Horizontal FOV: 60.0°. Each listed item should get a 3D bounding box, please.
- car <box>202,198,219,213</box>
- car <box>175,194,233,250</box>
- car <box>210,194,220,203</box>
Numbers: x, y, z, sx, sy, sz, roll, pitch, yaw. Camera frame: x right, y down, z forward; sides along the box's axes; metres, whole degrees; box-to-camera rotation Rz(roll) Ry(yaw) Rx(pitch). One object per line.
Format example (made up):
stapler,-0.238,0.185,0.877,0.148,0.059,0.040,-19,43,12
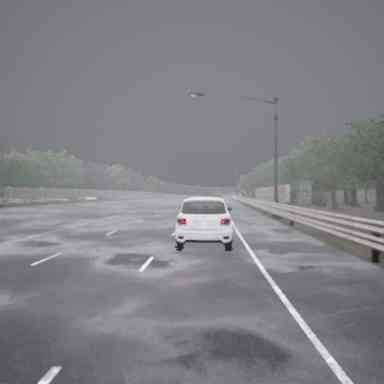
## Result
car,2.191,1.497,38.096,1.882,1.535,5.008,0,0,5
car,0.558,1.224,14.405,2.150,2.045,5.566,0,0,3
car,5.027,1.390,72.650,2.150,2.045,5.566,0,0,5
